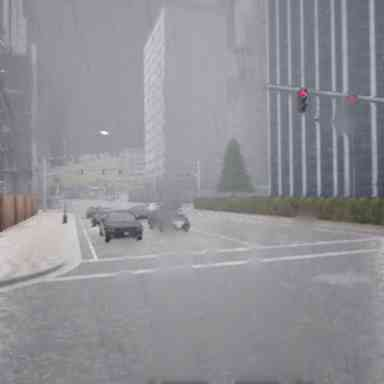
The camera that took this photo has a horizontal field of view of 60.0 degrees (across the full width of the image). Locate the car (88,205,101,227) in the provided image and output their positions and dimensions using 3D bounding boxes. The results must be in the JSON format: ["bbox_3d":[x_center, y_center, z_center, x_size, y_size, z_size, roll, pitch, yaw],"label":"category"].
[{"bbox_3d":[-7.078,2.015,27.028,1.994,1.385,4.181,0,-1,-20],"label":"car"}]

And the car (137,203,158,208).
[{"bbox_3d":[-4.884,2.023,31.283,2.033,1.411,5.357,0,-1,-20],"label":"car"}]

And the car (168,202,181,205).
[{"bbox_3d":[-2.810,2.127,46.721,2.128,1.511,4.902,0,-1,-21],"label":"car"}]

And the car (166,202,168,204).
[{"bbox_3d":[-4.899,2.131,42.111,1.812,1.442,4.674,0,-1,-20],"label":"car"}]

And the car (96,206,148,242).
[{"bbox_3d":[-4.032,1.790,18.579,1.882,1.535,5.008,0,-1,-20],"label":"car"}]

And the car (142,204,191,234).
[{"bbox_3d":[-1.594,1.817,22.138,2.128,1.511,4.902,0,-1,-20],"label":"car"}]

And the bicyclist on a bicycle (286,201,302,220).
[{"bbox_3d":[8.785,1.579,28.663,1.656,1.620,0.582,-1,-1,-20],"label":"bicyclist on a bicycle"}]
